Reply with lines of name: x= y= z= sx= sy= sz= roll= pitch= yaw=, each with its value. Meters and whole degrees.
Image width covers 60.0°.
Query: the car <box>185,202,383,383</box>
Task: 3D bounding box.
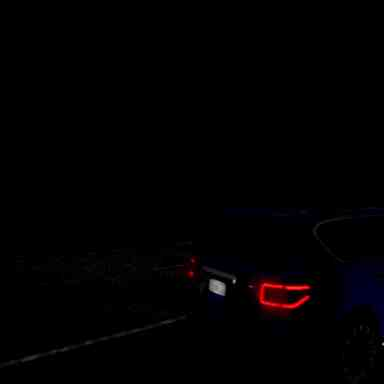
car: x=2.529 y=1.188 z=5.362 sx=5.566 sy=2.045 sz=2.150 roll=0 pitch=0 yaw=-34
